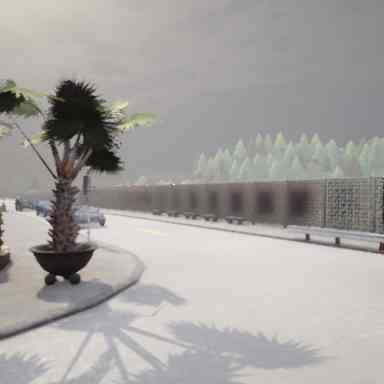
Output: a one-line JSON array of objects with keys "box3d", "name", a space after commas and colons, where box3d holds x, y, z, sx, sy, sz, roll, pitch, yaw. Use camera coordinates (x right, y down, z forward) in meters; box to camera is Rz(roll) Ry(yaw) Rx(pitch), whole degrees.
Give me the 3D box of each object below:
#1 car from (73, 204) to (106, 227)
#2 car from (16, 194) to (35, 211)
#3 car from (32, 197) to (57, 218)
[{"box3d": [-7.667, 1.618, 23.518, 1.812, 1.442, 4.674, 1, 0, -36], "name": "car"}, {"box3d": [-20.998, 1.320, 42.353, 2.150, 2.045, 5.566, 1, 0, -35], "name": "car"}, {"box3d": [-13.451, 1.572, 31.643, 1.882, 1.535, 5.008, 1, 0, -35], "name": "car"}]
